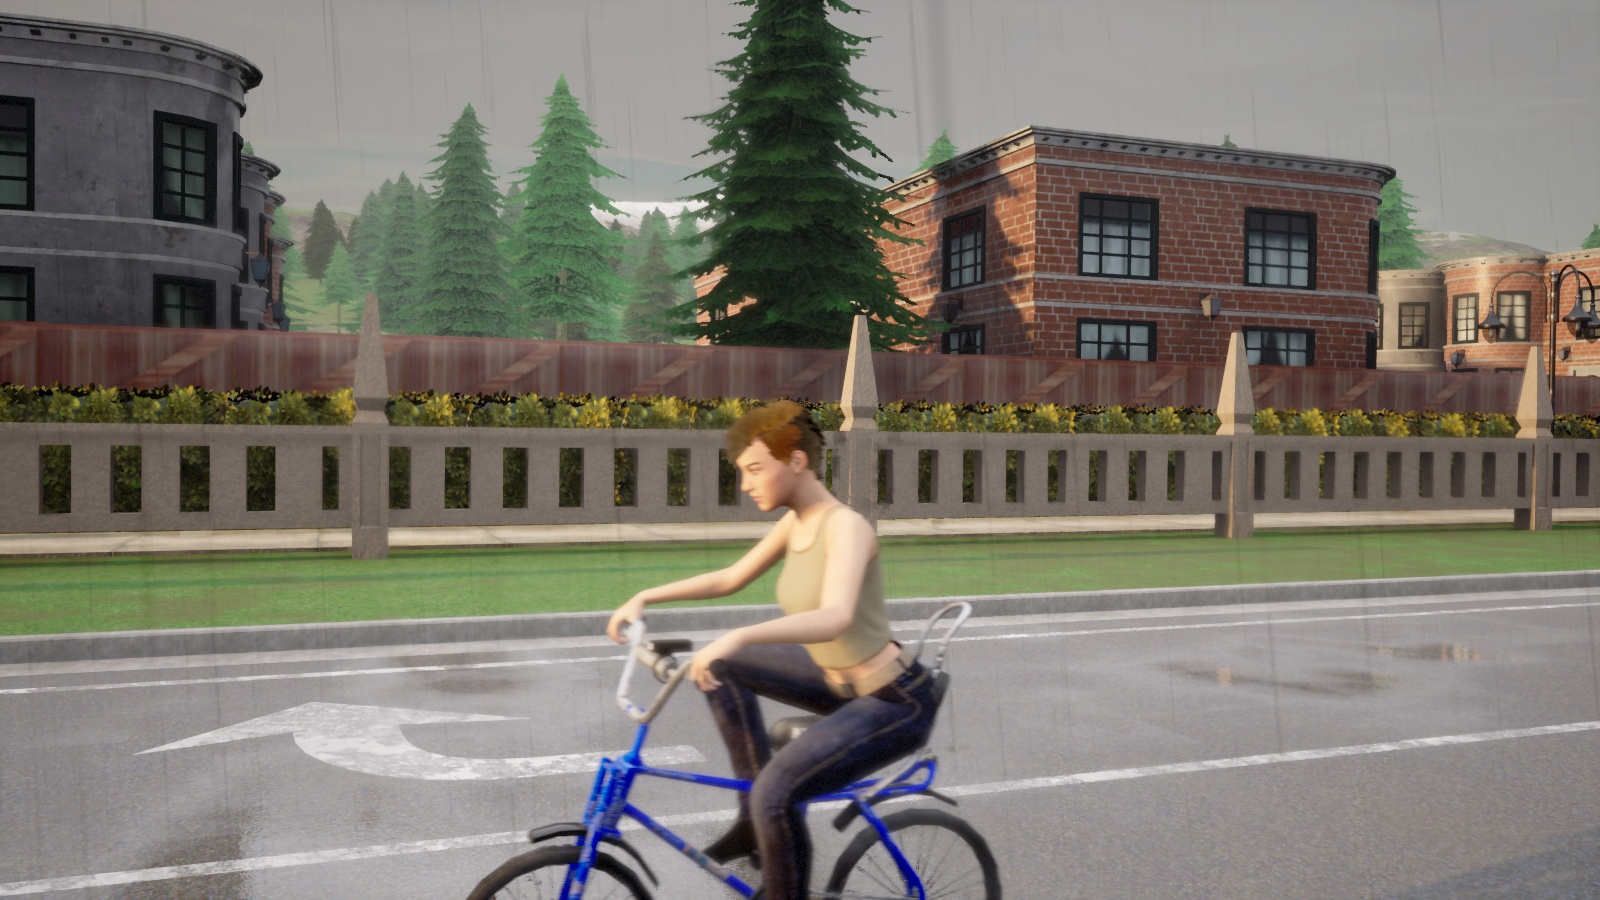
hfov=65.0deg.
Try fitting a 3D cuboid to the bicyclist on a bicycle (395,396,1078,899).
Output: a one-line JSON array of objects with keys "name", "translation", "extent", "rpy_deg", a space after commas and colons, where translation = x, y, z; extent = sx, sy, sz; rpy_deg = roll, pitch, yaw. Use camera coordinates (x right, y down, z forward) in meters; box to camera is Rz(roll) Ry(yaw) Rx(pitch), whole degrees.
[{"name": "bicyclist on a bicycle", "translation": [-0.193, 0.685, 3.160], "extent": [1.509, 1.612, 0.866], "rpy_deg": [-1, 1, -20]}]
